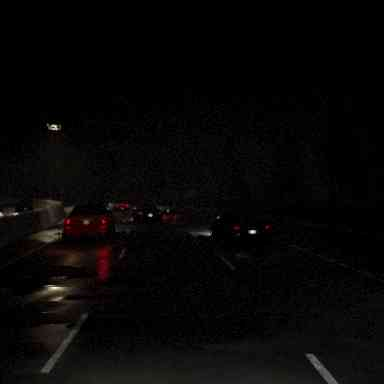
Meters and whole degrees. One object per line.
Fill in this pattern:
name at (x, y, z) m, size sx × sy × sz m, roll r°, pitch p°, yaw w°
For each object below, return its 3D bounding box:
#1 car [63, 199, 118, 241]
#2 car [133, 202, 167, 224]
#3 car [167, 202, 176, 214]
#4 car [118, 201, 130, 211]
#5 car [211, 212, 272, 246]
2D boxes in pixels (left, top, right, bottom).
car at (-5.179, 1.413, 17.256) m, size 2.097 × 1.767 × 4.553 m, roll 0°, pitch 0°, yaw -9°
car at (-3.457, 1.649, 25.634) m, size 1.994 × 1.385 × 4.181 m, roll 0°, pitch 0°, yaw -14°
car at (-3.279, 1.720, 36.988) m, size 1.895 × 1.301 × 4.718 m, roll 0°, pitch 0°, yaw -20°
car at (-9.414, 1.746, 42.710) m, size 1.895 × 1.301 × 4.718 m, roll 0°, pitch 0°, yaw -24°
car at (2.176, 1.610, 15.586) m, size 1.994 × 1.385 × 4.181 m, roll 0°, pitch 0°, yaw -8°
